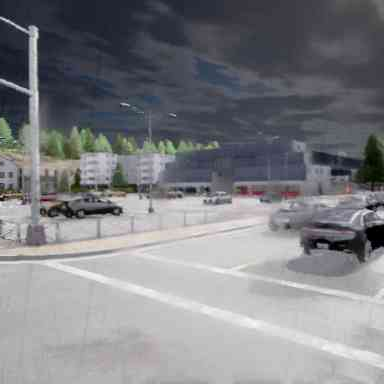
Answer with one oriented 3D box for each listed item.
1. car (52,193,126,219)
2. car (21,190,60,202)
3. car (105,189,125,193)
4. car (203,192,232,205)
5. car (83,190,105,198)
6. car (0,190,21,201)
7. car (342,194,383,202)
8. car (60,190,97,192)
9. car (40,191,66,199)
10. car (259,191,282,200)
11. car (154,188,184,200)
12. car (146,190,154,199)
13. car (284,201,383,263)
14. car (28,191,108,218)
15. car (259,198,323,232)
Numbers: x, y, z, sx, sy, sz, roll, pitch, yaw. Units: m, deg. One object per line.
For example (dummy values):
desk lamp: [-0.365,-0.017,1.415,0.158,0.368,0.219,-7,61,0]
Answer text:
car: [-7.135,1.045,23.812,2.007,1.523,4.514,0,1,42]
car: [-20.657,0.789,46.163,2.007,1.523,4.514,0,1,42]
car: [-15.555,0.315,65.861,2.152,1.636,5.027,0,1,42]
car: [3.034,0.775,39.684,1.970,1.475,3.806,0,1,42]
car: [-20.556,0.376,69.896,1.970,1.475,3.806,0,1,42]
car: [-29.475,0.532,54.989,1.932,1.855,4.605,0,1,42]
car: [11.927,1.036,24.162,2.128,1.511,4.902,0,1,41]
car: [-13.233,0.847,39.475,1.845,1.501,3.633,0,1,42]
car: [-27.982,0.544,67.081,2.007,1.523,4.514,0,1,42]
car: [10.200,0.654,43.232,1.845,1.501,3.633,0,1,42]
car: [-3.571,0.309,55.710,1.932,1.855,4.605,0,1,42]
car: [-6.013,0.285,57.337,1.905,1.878,3.866,0,1,42]
car: [5.332,1.278,11.217,2.128,1.511,4.902,0,1,42]
car: [-9.509,1.026,25.862,2.152,1.636,5.027,0,1,42]
car: [5.658,1.192,17.013,2.128,1.511,4.902,0,1,41]
